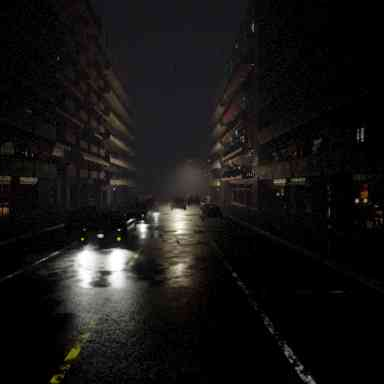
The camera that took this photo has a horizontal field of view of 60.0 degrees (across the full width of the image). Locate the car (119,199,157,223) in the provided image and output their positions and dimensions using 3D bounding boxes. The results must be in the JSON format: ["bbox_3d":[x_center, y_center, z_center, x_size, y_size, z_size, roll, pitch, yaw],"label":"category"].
[{"bbox_3d":[-4.187,1.539,25.991,2.033,1.411,5.357,0,0,-2],"label":"car"}]

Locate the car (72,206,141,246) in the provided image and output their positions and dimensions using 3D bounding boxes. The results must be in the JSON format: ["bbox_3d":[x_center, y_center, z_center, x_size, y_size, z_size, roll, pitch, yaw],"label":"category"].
[{"bbox_3d":[-3.718,1.561,15.196,1.994,1.385,4.181,0,0,-2],"label":"car"}]

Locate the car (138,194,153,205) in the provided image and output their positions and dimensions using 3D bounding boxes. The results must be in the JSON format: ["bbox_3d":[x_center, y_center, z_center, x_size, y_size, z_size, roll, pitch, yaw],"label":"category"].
[{"bbox_3d":[-8.353,1.283,60.499,2.192,1.841,5.009,-1,0,-3],"label":"car"}]

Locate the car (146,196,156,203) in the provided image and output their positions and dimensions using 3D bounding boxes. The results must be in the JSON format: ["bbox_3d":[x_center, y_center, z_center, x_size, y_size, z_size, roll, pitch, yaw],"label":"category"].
[{"bbox_3d":[-8.855,1.501,71.818,1.887,1.381,4.507,-1,0,-3],"label":"car"}]

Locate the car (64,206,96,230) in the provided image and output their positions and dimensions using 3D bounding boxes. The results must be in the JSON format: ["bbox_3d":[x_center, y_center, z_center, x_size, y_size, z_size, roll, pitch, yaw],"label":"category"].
[{"bbox_3d":[-6.581,1.539,20.888,1.887,1.381,4.507,-1,0,-3],"label":"car"}]

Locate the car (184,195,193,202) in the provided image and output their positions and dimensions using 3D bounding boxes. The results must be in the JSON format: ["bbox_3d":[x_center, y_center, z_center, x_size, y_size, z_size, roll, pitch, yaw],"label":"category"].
[{"bbox_3d":[-0.765,1.515,77.909,1.947,1.339,4.313,-1,0,-3],"label":"car"}]

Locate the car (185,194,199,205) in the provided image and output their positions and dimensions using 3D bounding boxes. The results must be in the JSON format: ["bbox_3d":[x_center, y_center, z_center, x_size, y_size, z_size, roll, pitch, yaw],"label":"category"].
[{"bbox_3d":[-0.017,1.283,60.932,2.192,1.841,5.009,-1,0,-3],"label":"car"}]

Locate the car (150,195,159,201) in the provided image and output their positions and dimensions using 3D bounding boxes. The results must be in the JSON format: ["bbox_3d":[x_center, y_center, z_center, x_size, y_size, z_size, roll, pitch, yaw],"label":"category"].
[{"bbox_3d":[-9.360,1.507,83.138,1.947,1.339,4.313,-1,0,-3],"label":"car"}]

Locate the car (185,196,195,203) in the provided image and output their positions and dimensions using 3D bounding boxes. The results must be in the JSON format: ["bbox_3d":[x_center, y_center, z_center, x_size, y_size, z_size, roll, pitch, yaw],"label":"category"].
[{"bbox_3d":[-0.518,1.501,72.250,1.887,1.381,4.507,-1,0,-3],"label":"car"}]

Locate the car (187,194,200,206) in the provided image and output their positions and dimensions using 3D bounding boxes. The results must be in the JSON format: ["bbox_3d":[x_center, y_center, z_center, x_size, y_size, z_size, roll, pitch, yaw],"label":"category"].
[{"bbox_3d":[0.235,1.289,55.272,2.192,1.841,5.009,-1,0,-3],"label":"car"}]

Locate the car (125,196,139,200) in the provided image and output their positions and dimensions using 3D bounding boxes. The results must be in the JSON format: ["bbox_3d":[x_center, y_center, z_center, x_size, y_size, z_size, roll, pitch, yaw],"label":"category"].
[{"bbox_3d":[-7.332,1.510,37.694,1.752,1.417,4.829,-1,0,-3],"label":"car"}]

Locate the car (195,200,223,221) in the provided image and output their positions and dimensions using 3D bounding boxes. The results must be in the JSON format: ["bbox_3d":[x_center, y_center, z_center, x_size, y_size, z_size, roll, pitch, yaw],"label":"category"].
[{"bbox_3d":[1.503,1.573,26.980,1.802,1.307,4.206,-1,0,-3],"label":"car"}]

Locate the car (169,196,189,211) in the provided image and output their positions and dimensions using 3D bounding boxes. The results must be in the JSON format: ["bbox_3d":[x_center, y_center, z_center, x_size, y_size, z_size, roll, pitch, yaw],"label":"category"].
[{"bbox_3d":[-1.665,1.509,41.049,1.812,1.442,4.674,0,0,-3],"label":"car"}]

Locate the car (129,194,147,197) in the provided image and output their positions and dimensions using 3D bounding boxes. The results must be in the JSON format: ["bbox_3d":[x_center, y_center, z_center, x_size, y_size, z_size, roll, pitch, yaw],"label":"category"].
[{"bbox_3d":[-7.596,1.297,43.523,2.192,1.841,5.009,-1,0,-3],"label":"car"}]

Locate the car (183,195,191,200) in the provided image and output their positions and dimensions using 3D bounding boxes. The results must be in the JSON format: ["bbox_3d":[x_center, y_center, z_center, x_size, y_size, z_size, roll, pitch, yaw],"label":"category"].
[{"bbox_3d":[-1.494,1.491,94.886,1.947,1.339,4.313,-1,0,-3],"label":"car"}]

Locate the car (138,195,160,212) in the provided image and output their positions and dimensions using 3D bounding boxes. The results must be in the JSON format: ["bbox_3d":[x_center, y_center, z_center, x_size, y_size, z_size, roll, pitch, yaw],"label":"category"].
[{"bbox_3d":[-4.737,1.485,37.975,1.837,1.490,4.892,0,1,-3],"label":"car"}]
